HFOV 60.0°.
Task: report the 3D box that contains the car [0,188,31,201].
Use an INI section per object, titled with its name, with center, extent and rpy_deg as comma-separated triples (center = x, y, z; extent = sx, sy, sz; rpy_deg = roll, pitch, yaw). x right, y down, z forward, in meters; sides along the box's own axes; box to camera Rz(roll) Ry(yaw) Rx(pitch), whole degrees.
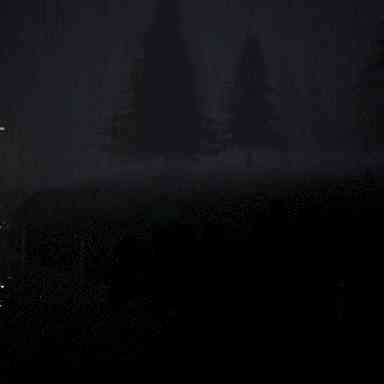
[car]
center = -19.560, 0.229, 36.380
extent = 2.033, 1.411, 5.357
rpy_deg = 2, 1, -3
